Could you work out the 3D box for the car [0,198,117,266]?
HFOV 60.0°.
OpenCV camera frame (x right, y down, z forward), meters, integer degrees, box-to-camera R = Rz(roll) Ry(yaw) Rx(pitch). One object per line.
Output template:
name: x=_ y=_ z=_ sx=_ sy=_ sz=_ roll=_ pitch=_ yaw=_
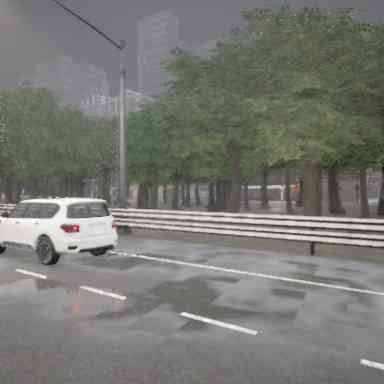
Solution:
car: x=-5.094 y=1.231 z=11.808 sx=5.566 sy=2.045 sz=2.150 roll=0 pitch=0 yaw=36
